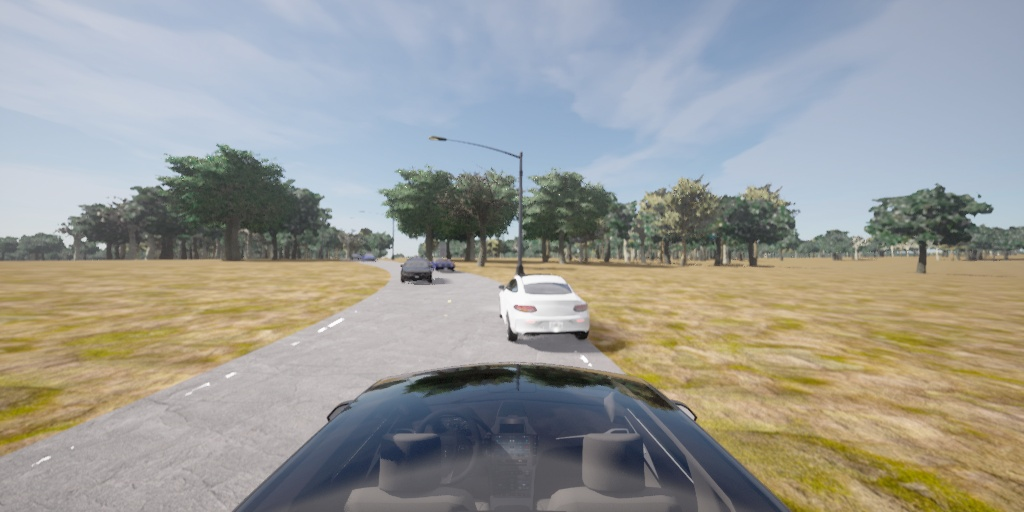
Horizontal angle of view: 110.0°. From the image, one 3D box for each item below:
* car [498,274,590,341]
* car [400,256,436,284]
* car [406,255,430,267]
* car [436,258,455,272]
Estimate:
[{"bbox_3d":[0.665,1.191,9.479,1.812,1.442,4.674,0,1,-5],"label":"car"},{"bbox_3d":[-6.274,0.931,23.570,1.882,1.535,5.008,0,1,-16],"label":"car"},{"bbox_3d":[-12.233,0.644,46.427,1.994,1.385,4.181,1,1,-30],"label":"car"},{"bbox_3d":[-7.195,0.880,36.134,1.895,1.301,4.718,0,1,-24],"label":"car"}]
